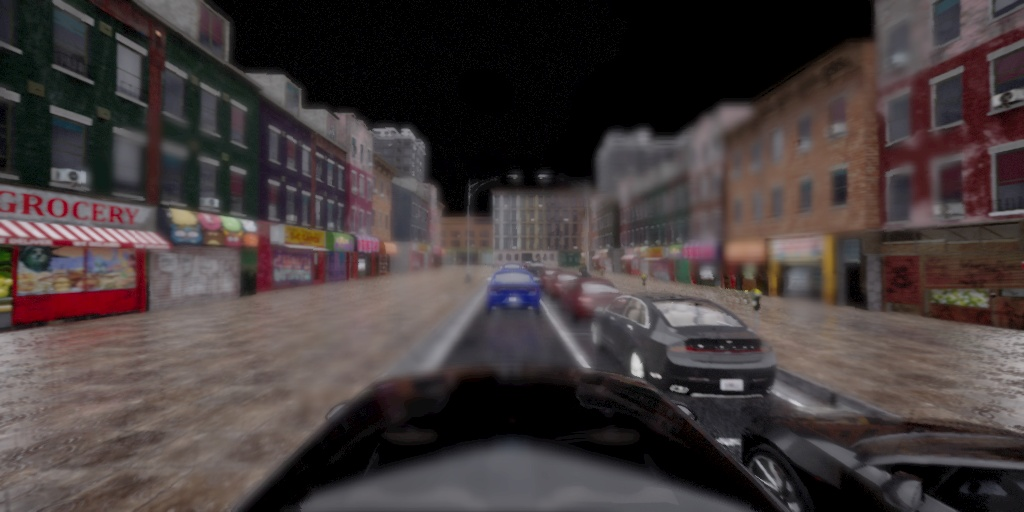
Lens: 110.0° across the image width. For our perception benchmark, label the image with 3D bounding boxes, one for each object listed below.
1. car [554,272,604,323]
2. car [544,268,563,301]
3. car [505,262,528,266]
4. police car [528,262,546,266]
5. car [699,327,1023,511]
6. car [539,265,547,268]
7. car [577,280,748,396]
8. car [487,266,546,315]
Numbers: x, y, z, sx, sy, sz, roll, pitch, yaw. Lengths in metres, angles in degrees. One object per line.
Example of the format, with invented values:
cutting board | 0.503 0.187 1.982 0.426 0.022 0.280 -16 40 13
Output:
car | 2.640 1.398 11.998 1.802 1.307 4.207 0 0 0
car | 2.641 1.435 17.501 1.802 1.307 4.207 0 0 0
car | 0.098 1.422 30.769 1.882 1.535 5.008 0 0 0
police car | 2.754 1.423 38.058 1.930 1.638 5.238 0 0 0
car | 2.640 1.311 0.992 1.948 1.339 4.313 0 0 0
car | 2.641 1.472 23.005 1.802 1.307 4.207 0 0 0
car | 2.640 1.331 6.494 2.007 1.370 4.403 0 0 0
car | 0.095 1.308 14.112 1.882 1.535 5.008 0 0 0
